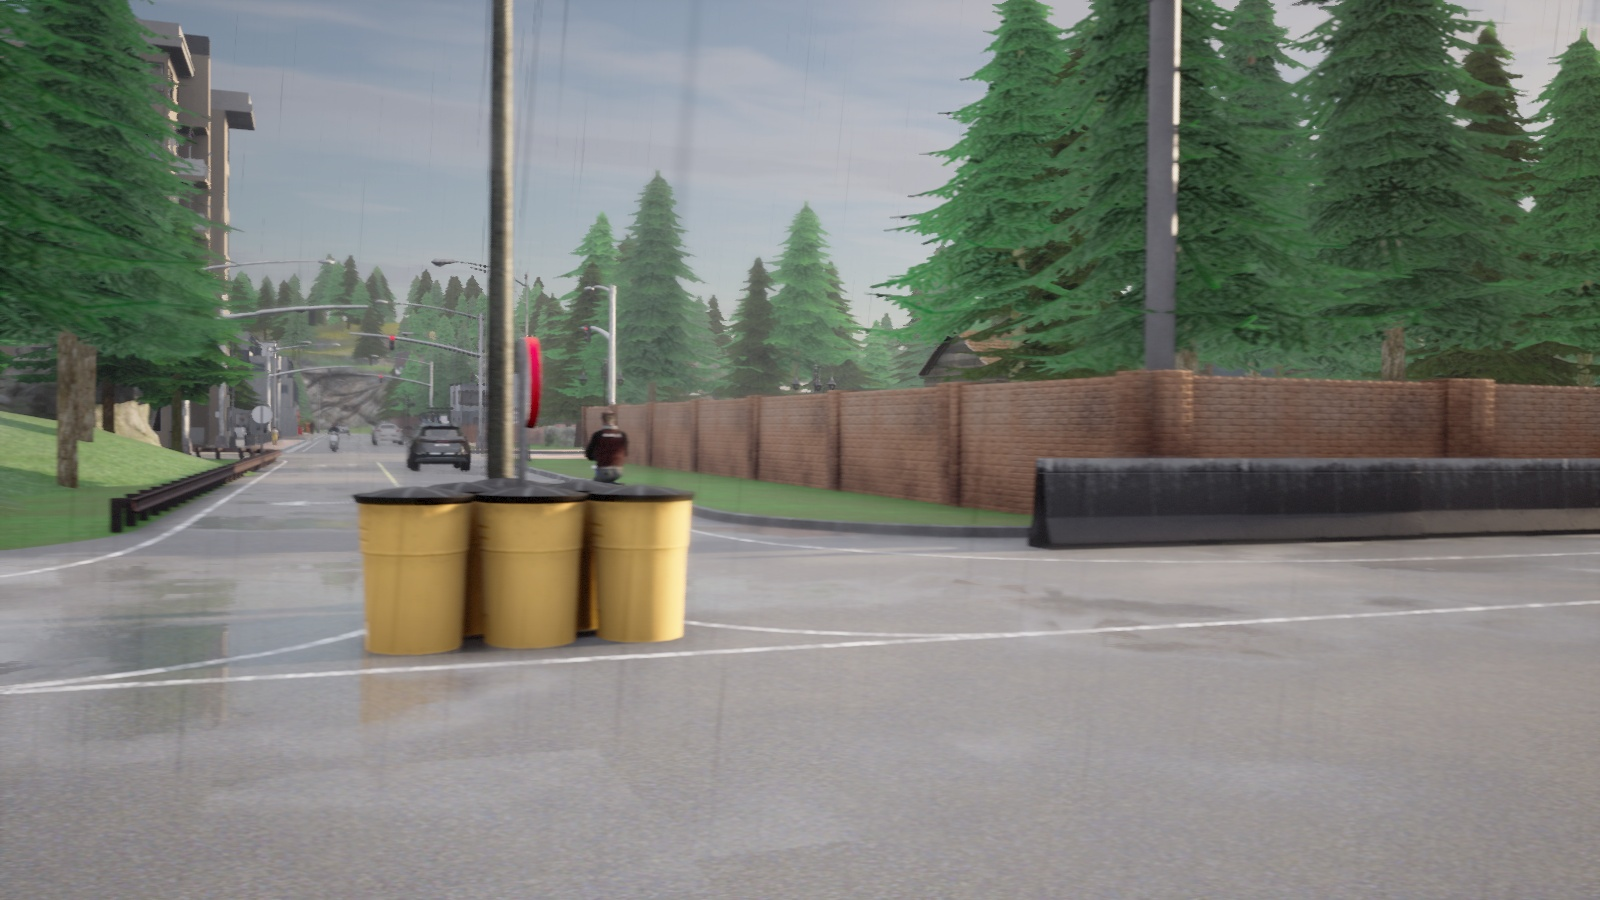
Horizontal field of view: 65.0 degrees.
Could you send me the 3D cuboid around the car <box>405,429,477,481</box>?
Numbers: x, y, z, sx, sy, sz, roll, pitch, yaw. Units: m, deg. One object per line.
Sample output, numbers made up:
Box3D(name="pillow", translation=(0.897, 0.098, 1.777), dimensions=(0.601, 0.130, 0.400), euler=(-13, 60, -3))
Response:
Box3D(name="car", translation=(-12.453, 0.131, 43.314), dimensions=(2.033, 1.649, 4.856), euler=(-1, 1, -20))
